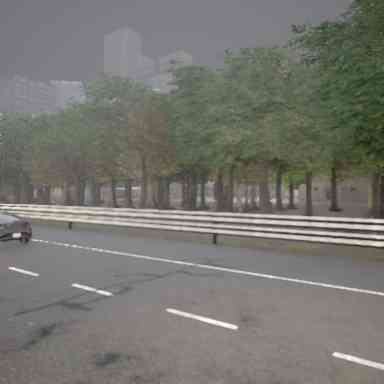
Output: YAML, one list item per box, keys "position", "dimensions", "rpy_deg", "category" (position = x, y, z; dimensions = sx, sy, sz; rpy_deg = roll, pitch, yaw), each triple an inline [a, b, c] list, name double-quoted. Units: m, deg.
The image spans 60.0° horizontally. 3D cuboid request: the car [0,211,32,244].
- position: [-8.758, 1.542, 14.427]
  dimensions: [4.674, 1.442, 1.812]
  rpy_deg: [0, 0, 36]
  category: "car"
